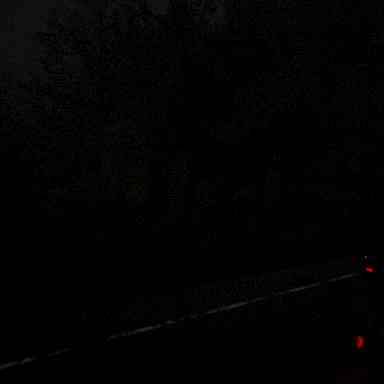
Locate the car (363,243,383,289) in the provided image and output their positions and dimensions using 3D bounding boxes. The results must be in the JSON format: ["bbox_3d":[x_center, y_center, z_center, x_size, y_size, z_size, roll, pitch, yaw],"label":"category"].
[{"bbox_3d":[5.913,1.570,7.970,4.674,1.442,1.812,0,0,-35],"label":"car"}]
